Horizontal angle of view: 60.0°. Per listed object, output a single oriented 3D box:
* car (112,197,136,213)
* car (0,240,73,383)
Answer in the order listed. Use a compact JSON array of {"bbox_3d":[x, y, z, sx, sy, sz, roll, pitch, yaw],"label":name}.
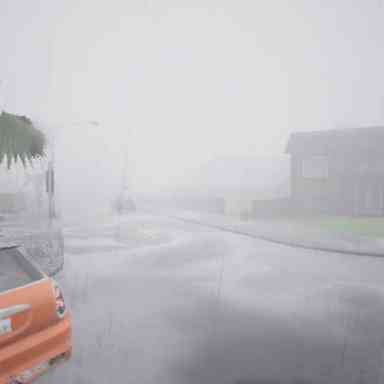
[{"bbox_3d":[-7.126,1.273,34.520,2.128,1.511,4.902,-1,0,-22],"label":"car"},{"bbox_3d":[-3.717,1.296,4.094,4.553,1.767,2.097,0,0,27],"label":"car"}]
